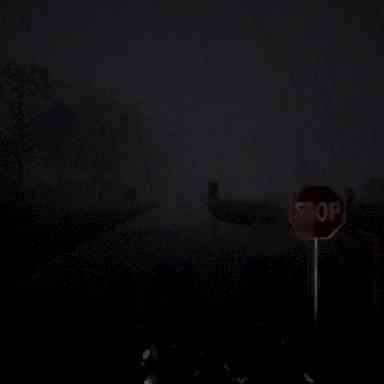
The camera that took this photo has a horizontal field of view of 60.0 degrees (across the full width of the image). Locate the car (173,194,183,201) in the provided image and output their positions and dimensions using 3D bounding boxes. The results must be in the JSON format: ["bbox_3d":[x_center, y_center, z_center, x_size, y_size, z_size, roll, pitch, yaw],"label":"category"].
[{"bbox_3d":[-2.727,1.124,66.199,1.994,1.385,4.181,0,0,0],"label":"car"}]
